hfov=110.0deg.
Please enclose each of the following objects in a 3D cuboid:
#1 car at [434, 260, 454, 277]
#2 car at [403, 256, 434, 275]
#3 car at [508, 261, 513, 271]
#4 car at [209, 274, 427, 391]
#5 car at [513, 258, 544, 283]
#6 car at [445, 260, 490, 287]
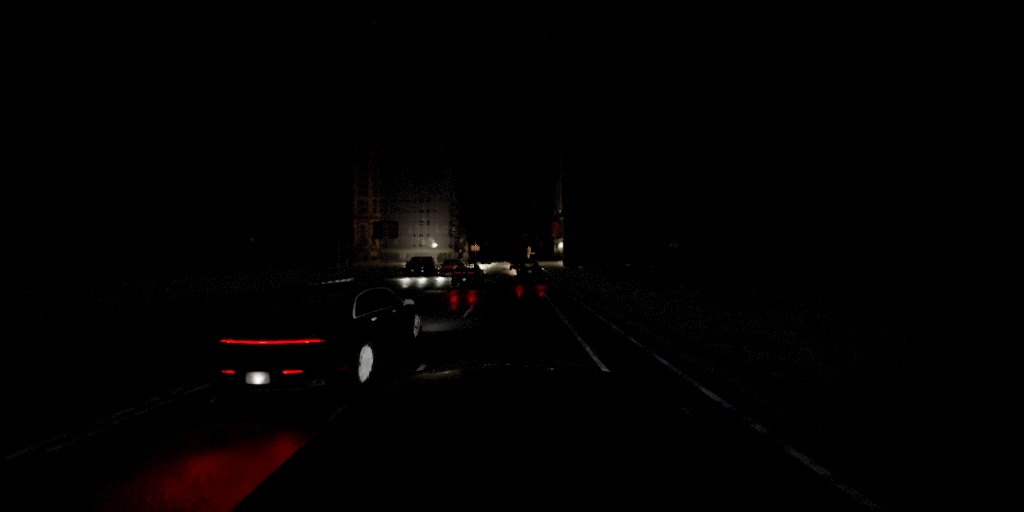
[{"bbox_3d":[-6.244,1.168,36.855,2.097,1.767,4.553,0,0,1],"label":"car"},{"bbox_3d":[-9.490,1.036,37.149,2.150,2.045,5.566,0,0,1],"label":"car"},{"bbox_3d":[0.606,1.373,52.601,1.812,1.442,4.674,0,0,2],"label":"car"},{"bbox_3d":[-3.132,1.264,6.853,1.837,1.490,4.892,0,0,0],"label":"car"},{"bbox_3d":[1.352,1.153,28.639,2.097,1.767,4.553,0,0,1],"label":"car"},{"bbox_3d":[-2.979,1.285,24.985,2.128,1.511,4.902,0,0,1],"label":"car"}]
